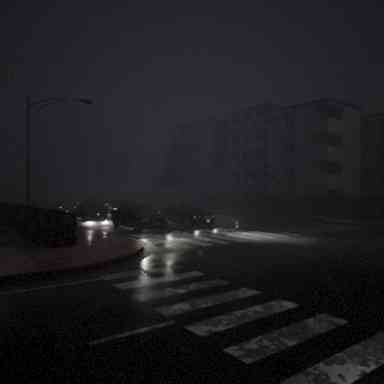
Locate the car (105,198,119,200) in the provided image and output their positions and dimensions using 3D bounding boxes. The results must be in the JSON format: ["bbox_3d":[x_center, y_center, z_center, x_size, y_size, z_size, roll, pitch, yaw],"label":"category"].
[{"bbox_3d":[-5.896,1.547,30.204,1.837,1.490,4.892,0,0,-35],"label":"car"}]

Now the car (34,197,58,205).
[{"bbox_3d":[-26.002,1.605,59.107,4.181,1.385,1.994,0,0,35],"label":"car"}]

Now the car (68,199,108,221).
[{"bbox_3d":[-8.568,1.594,27.924,1.994,1.385,4.181,0,0,-35],"label":"car"}]

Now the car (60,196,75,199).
[{"bbox_3d":[-16.893,1.393,45.413,2.097,1.767,4.553,0,0,-37],"label":"car"}]

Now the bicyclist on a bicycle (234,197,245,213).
[{"bbox_3d":[4.867,1.381,34.029,1.656,1.620,0.582,0,0,-35],"label":"bicyclist on a bicycle"}]

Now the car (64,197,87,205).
[{"bbox_3d":[-21.064,1.622,60.079,4.181,1.385,1.994,0,0,38],"label":"car"}]

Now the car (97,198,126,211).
[{"bbox_3d":[-10.488,1.559,43.028,1.837,1.490,4.892,0,0,-36],"label":"car"}]

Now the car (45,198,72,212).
[{"bbox_3d":[-13.706,1.630,35.123,1.895,1.301,4.718,0,0,-36],"label":"car"}]

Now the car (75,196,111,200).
[{"bbox_3d":[-11.172,1.394,37.574,2.097,1.767,4.553,0,0,-36],"label":"car"}]

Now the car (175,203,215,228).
[{"bbox_3d":[-0.469,1.534,22.674,2.128,1.511,4.902,0,0,-37],"label":"car"}]

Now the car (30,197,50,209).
[{"bbox_3d":[-19.551,1.593,43.147,1.994,1.385,4.181,0,0,-38],"label":"car"}]

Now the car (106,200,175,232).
[{"bbox_3d":[-3.347,1.508,20.597,1.882,1.535,5.008,0,0,-35],"label":"car"}]

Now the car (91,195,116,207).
[{"bbox_3d":[-14.325,1.416,53.448,2.097,1.767,4.553,0,0,-41],"label":"car"}]
